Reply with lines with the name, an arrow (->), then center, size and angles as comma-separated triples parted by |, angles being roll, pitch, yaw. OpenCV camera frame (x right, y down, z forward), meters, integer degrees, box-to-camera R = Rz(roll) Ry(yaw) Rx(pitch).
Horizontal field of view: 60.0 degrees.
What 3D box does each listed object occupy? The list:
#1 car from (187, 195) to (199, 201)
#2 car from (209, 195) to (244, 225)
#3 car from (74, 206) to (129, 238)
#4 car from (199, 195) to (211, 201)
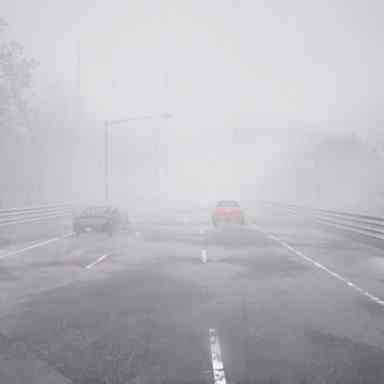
car -> -0.063, 1.621, 85.755 | 2.033, 1.411, 5.357 | 0, 0, 7
car -> 2.503, 1.361, 24.236 | 2.097, 1.767, 4.553 | 0, 0, 2
car -> -4.685, 1.498, 17.721 | 2.128, 1.511, 4.902 | 0, 0, 1
car -> 3.467, 1.676, 85.835 | 1.895, 1.301, 4.718 | 0, 0, 7
